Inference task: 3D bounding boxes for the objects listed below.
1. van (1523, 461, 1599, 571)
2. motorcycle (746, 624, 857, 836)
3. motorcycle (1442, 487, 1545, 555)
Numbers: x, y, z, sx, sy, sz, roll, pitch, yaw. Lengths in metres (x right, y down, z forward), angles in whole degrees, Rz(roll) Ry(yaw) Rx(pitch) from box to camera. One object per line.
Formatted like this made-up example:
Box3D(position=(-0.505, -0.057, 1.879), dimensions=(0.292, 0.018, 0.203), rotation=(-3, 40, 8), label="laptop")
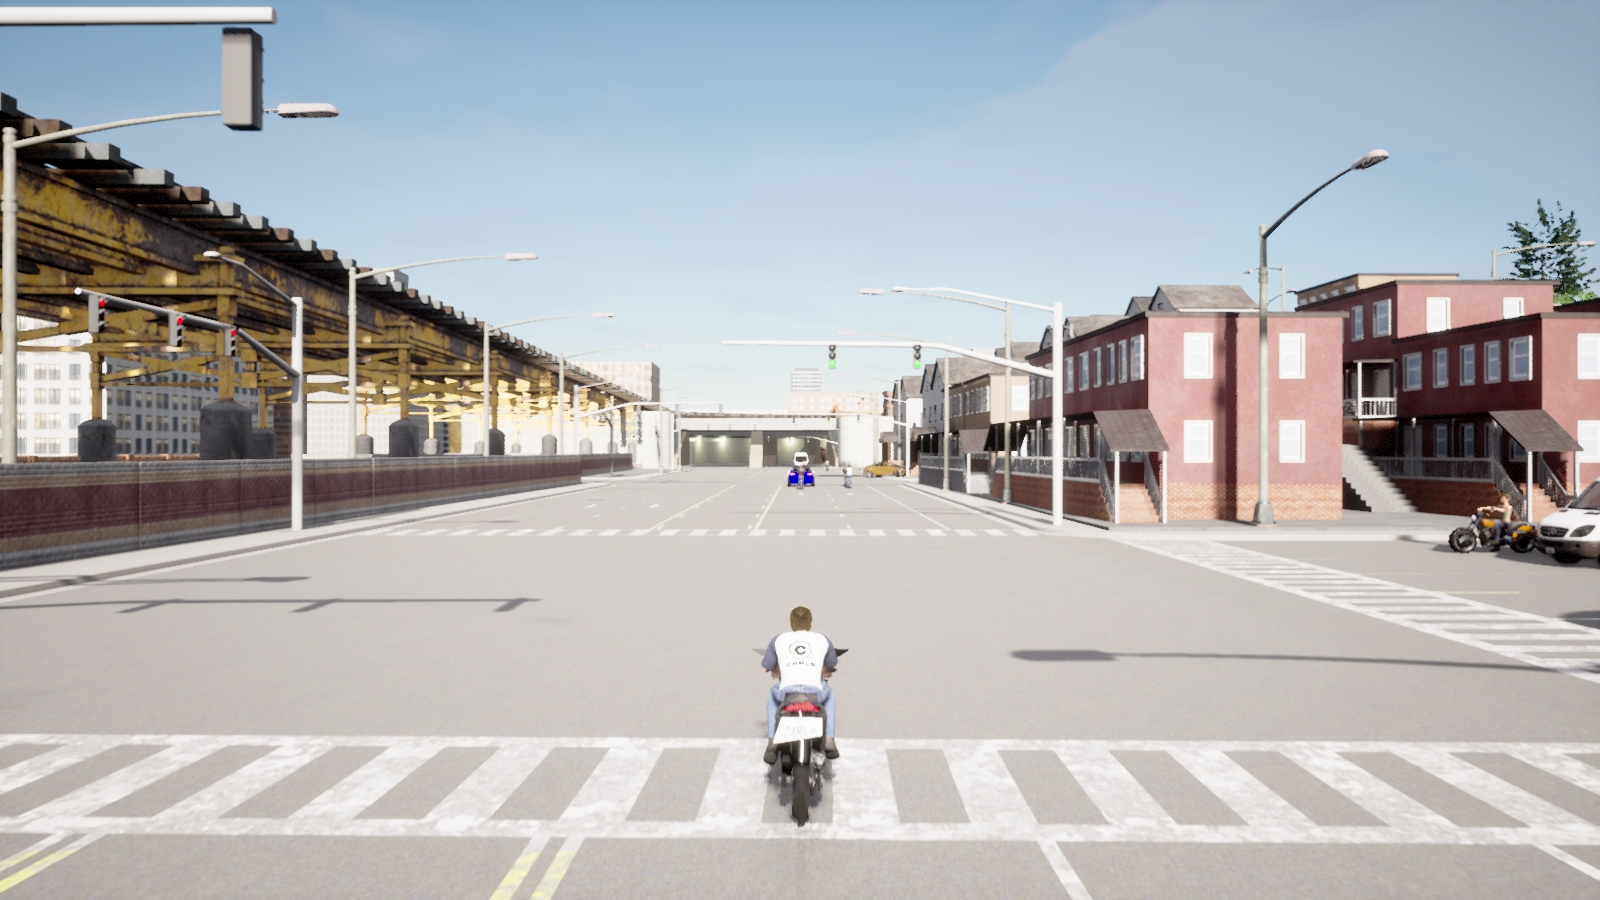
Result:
Box3D(position=(21.103, 1.555, 27.691), dimensions=(5.915, 2.561, 1.988), rotation=(0, 0, 0), label="van")
Box3D(position=(0.009, 2.181, 9.280), dimensions=(0.803, 1.224, 2.033), rotation=(0, 0, 0), label="motorcycle")
Box3D(position=(18.916, 1.930, 31.195), dimensions=(2.356, 1.802, 0.764), rotation=(0, 0, 0), label="motorcycle")
